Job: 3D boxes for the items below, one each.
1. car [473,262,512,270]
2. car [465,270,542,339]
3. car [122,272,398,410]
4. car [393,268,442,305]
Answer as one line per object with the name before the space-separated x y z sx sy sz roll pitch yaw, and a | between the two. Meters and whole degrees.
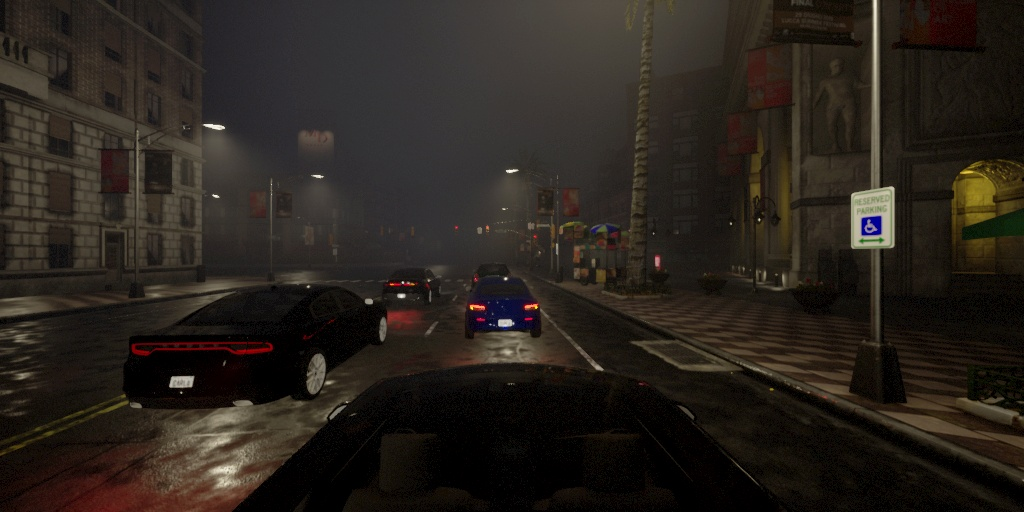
car | -1.022 1.101 18.900 2.097 1.767 4.553 0 0 -4
car | -0.325 1.275 10.003 1.812 1.442 4.674 0 0 -4
car | -3.738 1.227 6.402 1.882 1.535 5.008 0 0 -3
car | -4.305 1.254 15.882 1.837 1.490 4.892 0 0 -4
